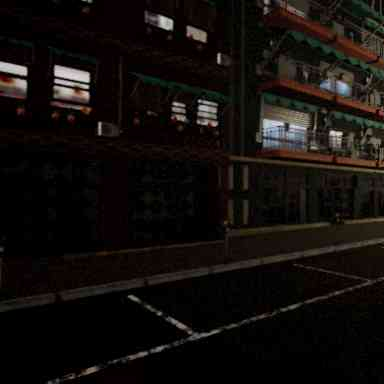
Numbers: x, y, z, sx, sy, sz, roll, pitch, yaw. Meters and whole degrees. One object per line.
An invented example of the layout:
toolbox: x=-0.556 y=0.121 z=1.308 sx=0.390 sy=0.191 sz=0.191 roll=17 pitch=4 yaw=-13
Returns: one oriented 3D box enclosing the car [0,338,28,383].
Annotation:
car: x=-3.336 y=1.547 z=0.983 sx=5.357 sy=1.411 sz=2.033 roll=0 pitch=0 yaw=-35
